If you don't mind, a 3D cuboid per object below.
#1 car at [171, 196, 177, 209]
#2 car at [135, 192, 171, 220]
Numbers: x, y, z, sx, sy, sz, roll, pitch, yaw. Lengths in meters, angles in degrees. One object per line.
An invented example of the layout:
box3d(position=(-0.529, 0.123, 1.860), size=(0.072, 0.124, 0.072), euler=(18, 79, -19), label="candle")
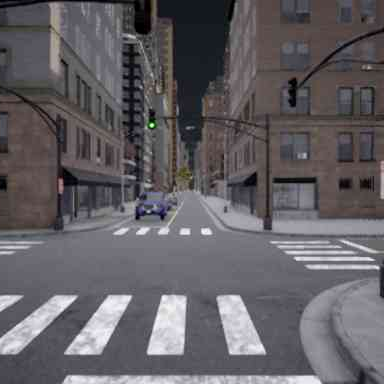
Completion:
box3d(position=(-3.100, 1.260, 36.609), size=(2.033, 1.411, 5.357), euler=(0, 0, 0), label="car")
box3d(position=(-3.107, 1.014, 26.364), size=(2.150, 2.045, 5.566), euler=(0, 0, -1), label="car")
